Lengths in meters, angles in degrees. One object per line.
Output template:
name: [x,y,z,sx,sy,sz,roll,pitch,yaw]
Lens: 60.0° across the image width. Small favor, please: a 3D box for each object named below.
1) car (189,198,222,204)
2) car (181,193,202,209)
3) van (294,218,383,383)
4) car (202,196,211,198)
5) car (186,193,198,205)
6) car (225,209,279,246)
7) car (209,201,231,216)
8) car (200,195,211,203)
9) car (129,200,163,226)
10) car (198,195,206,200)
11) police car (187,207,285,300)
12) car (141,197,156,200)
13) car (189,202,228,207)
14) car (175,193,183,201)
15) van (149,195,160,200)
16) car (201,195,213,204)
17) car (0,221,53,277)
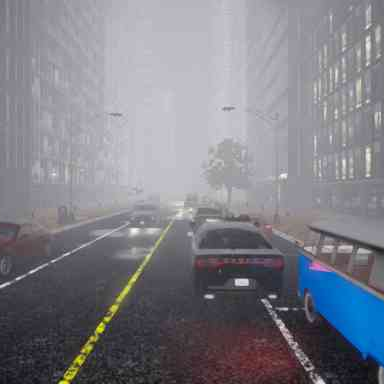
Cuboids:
car: [0.895,1.455,24.658,1.801,1.575,5.366,0,0,0]
car: [0.002,1.344,45.578,2.097,1.767,4.553,0,0,1]
van: [2.690,1.341,4.449,1.690,1.788,3.998,0,0,0]
car: [2.682,1.544,44.296,2.008,1.369,4.403,0,0,0]
car: [-0.012,1.195,59.244,2.150,2.045,5.566,0,0,0]
car: [2.687,1.581,15.833,1.802,1.307,4.206,0,0,0]
car: [2.684,1.581,32.911,1.802,1.307,4.206,0,0,0]
car: [2.678,1.401,67.065,1.967,1.590,4.097,0,0,0]
car: [-3.105,1.547,23.481,2.033,1.411,5.357,0,0,0]
car: [2.674,1.462,89.836,1.887,1.381,4.507,0,0,0]
police car: [0.899,1.425,8.578,1.930,1.638,5.238,0,0,0]
car: [-5.698,1.548,38.605,2.008,1.369,4.403,0,0,0]
car: [0.896,1.505,18.468,1.837,1.490,4.892,0,0,0]
car: [-3.017,1.155,82.430,2.150,2.045,5.566,0,0,0]
van: [-5.699,1.328,49.990,1.690,1.788,3.998,0,0,0]
car: [2.679,1.410,61.373,1.967,1.590,4.097,0,0,0]
car: [-5.692,1.582,10.142,1.802,1.307,4.206,0,0,0]
